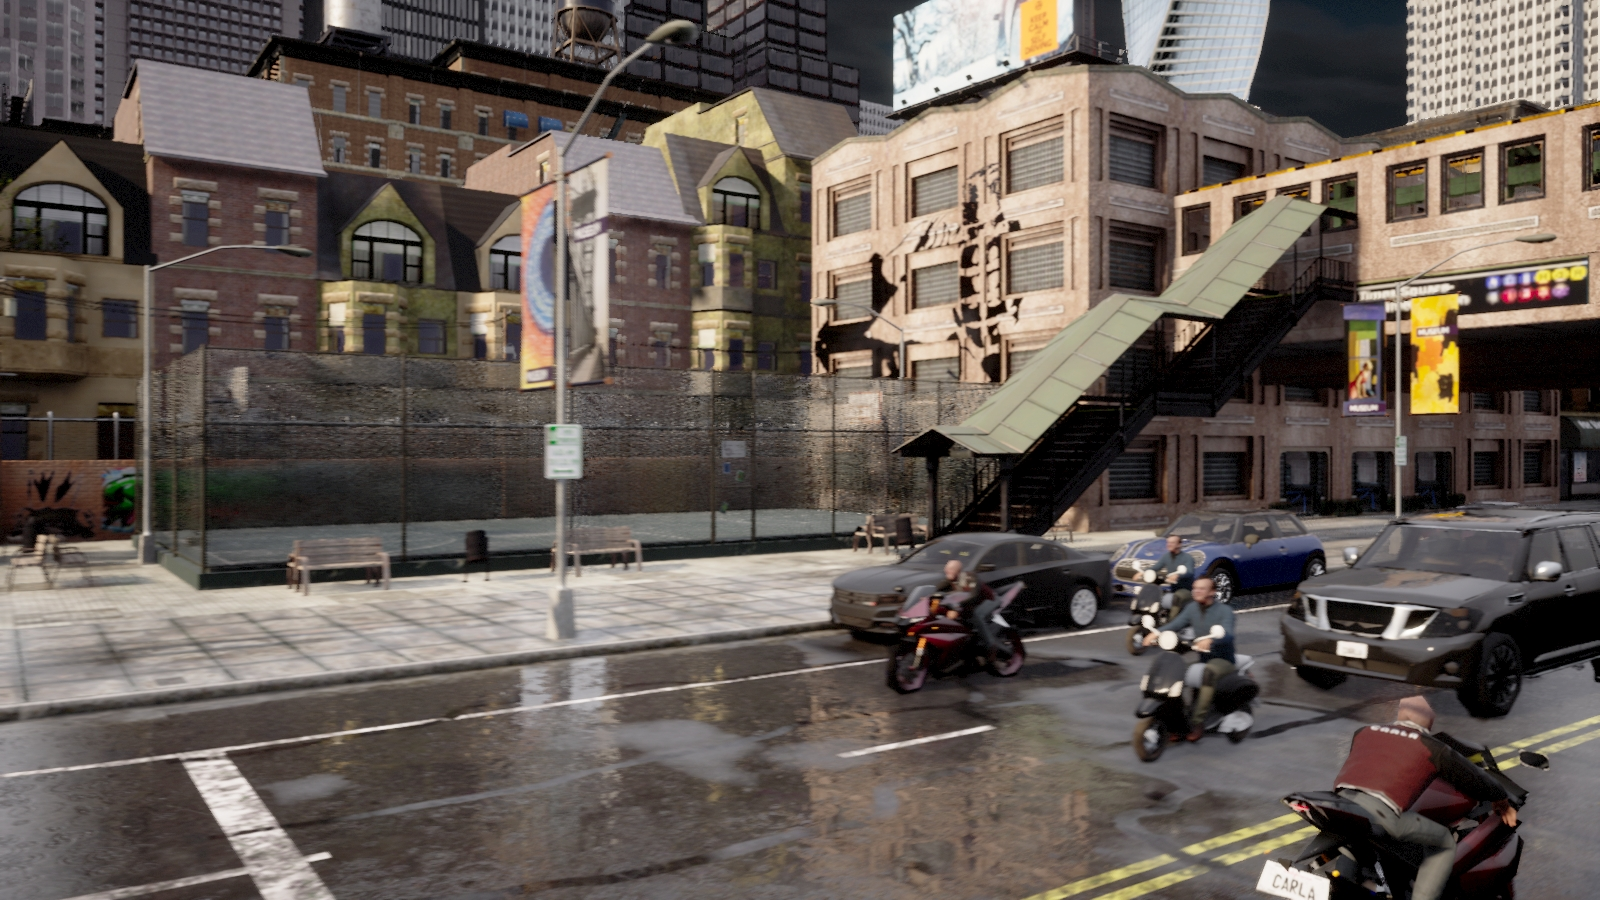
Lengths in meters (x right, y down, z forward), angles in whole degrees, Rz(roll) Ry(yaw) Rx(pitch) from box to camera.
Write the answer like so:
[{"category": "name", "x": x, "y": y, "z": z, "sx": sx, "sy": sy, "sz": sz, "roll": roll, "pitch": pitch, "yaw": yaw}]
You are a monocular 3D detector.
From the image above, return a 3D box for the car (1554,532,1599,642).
[{"category": "car", "x": 13.275, "y": 2.038, "z": 17.351, "sx": 3.633, "sy": 1.501, "sz": 1.845, "roll": 0, "pitch": 0, "yaw": -35}]

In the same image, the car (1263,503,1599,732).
[{"category": "car", "x": 8.199, "y": 1.780, "z": 13.803, "sx": 5.566, "sy": 2.045, "sz": 2.150, "roll": 0, "pitch": 0, "yaw": -35}]

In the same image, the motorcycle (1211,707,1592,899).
[{"category": "motorcycle", "x": 3.229, "y": 2.205, "z": 6.045, "sx": 2.209, "sy": 1.251, "sz": 0.867, "roll": 0, "pitch": 0, "yaw": -35}]

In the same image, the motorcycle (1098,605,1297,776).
[{"category": "motorcycle", "x": 3.727, "y": 2.182, "z": 10.667, "sx": 1.805, "sy": 1.236, "sz": 0.856, "roll": 0, "pitch": 0, "yaw": -35}]

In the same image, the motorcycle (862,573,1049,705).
[{"category": "motorcycle", "x": 1.884, "y": 2.205, "z": 13.651, "sx": 2.209, "sy": 1.251, "sz": 0.867, "roll": 0, "pitch": 0, "yaw": -35}]
